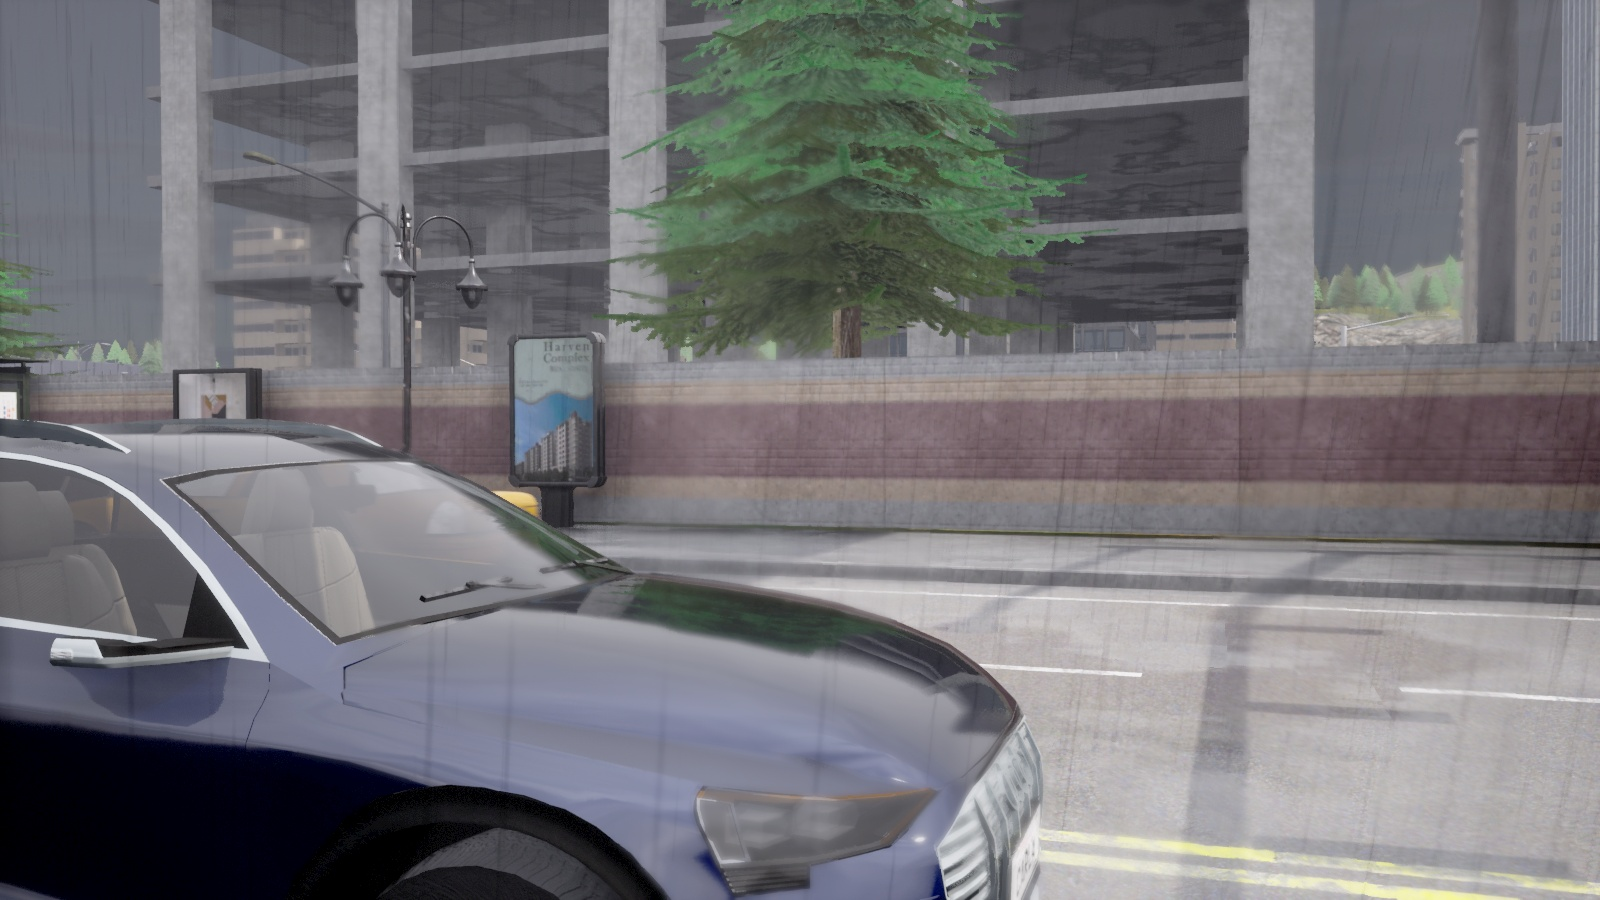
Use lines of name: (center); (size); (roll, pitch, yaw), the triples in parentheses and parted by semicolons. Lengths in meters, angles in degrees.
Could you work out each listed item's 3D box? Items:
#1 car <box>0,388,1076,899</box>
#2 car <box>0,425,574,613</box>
car: (-1.758, 0.689, 3.783); (4.856, 1.649, 2.033); (1, 1, 19)
car: (-5.043, 0.550, 12.271); (5.366, 1.575, 1.801); (1, 1, 19)
